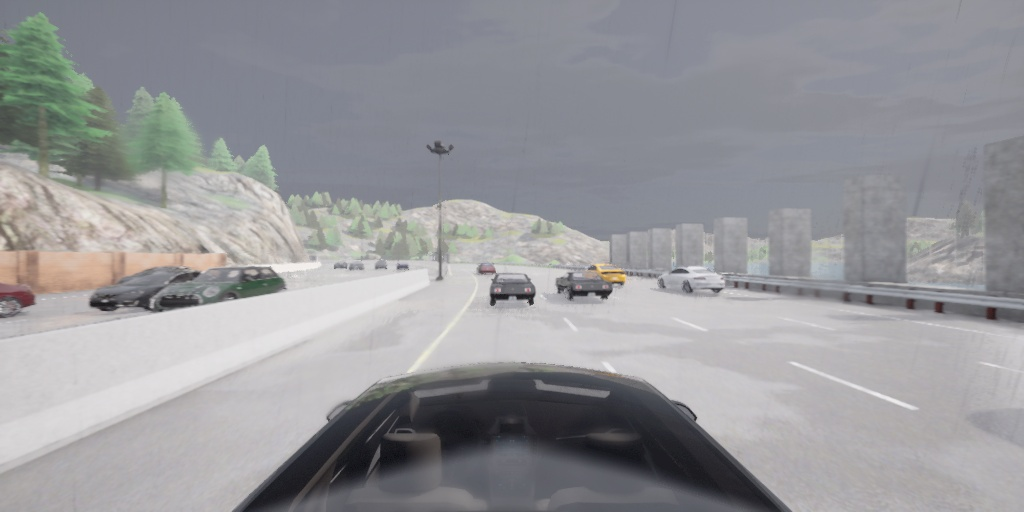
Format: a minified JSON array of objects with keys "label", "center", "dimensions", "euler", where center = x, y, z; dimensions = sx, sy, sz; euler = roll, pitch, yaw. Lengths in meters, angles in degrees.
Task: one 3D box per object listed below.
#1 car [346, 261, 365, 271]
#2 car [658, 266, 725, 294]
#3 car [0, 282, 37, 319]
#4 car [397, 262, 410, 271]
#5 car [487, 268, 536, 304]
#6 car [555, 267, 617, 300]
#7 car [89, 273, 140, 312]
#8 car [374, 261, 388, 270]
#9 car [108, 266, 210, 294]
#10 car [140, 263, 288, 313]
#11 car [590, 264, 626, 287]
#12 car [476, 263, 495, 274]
[{"label":"car","center":[-24.297,1.547,56.264],"dimensions":[1.812,1.442,4.674],"euler":[0,0,-15]},{"label":"car","center":[10.221,1.317,20.687],"dimensions":[1.812,1.442,4.674],"euler":[0,0,-4]},{"label":"car","center":[-17.665,1.359,10.661],"dimensions":[1.812,1.442,4.674],"euler":[0,0,-1]},{"label":"car","center":[-16.881,1.600,55.779],"dimensions":[1.895,1.301,4.718],"euler":[0,0,-15]},{"label":"car","center":[-0.058,1.406,16.562],"dimensions":[1.895,1.301,4.718],"euler":[0,0,-2]},{"label":"car","center":[3.392,1.402,17.945],"dimensions":[1.895,1.301,4.718],"euler":[0,0,-3]},{"label":"car","center":[-14.265,1.346,14.909],"dimensions":[1.837,1.490,4.892],"euler":[0,-1,-2]},{"label":"car","center":[-21.339,1.534,58.698],"dimensions":[1.837,1.490,4.892],"euler":[0,0,-16]},{"label":"car","center":[-21.690,1.395,22.414],"dimensions":[1.837,1.490,4.892],"euler":[0,-1,-5]},{"label":"car","center":[-10.747,1.176,13.668],"dimensions":[2.097,1.767,4.553],"euler":[0,0,-2]},{"label":"car","center":[6.398,1.298,25.581],"dimensions":[1.882,1.535,5.008],"euler":[0,0,-5]},{"label":"car","center":[-3.247,1.481,44.055],"dimensions":[1.994,1.385,4.181],"euler":[0,0,-11]}]
